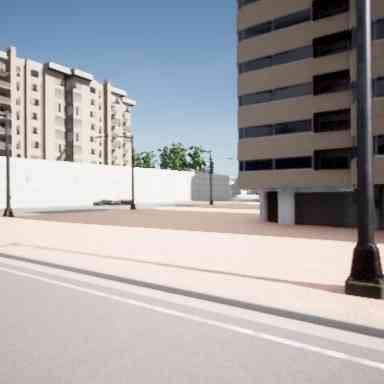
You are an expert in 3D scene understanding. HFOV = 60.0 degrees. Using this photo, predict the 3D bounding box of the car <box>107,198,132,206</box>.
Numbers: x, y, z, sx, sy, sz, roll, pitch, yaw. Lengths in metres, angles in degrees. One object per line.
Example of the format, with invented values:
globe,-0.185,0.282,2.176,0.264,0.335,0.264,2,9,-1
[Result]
car,-13.455,1.951,64.703,2.128,1.511,4.902,-1,0,36

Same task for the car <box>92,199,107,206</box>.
car,-17.437,2.054,65.132,1.994,1.385,4.181,-1,0,36
